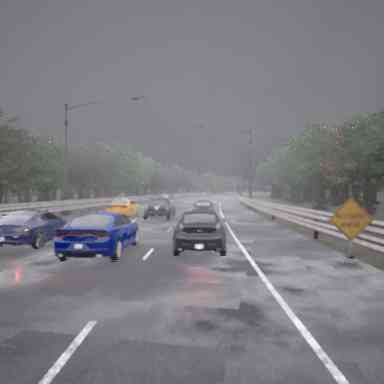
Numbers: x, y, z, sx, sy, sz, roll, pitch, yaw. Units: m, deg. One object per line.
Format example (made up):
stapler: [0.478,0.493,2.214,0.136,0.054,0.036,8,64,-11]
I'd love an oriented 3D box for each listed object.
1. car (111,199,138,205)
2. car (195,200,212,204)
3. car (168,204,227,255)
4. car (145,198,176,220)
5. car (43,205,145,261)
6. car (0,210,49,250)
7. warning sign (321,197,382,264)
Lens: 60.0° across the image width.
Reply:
car: [-5.970,1.395,29.516,1.882,1.535,5.008,0,0,3]
car: [0.995,1.450,28.738,1.812,1.442,4.674,0,0,3]
car: [0.320,1.472,13.084,1.837,1.490,4.892,0,1,2]
car: [-2.578,1.276,27.591,2.097,1.767,4.553,0,0,3]
car: [-3.217,1.443,12.143,1.882,1.535,5.008,0,0,2]
car: [-6.650,1.484,14.038,1.812,1.442,4.674,0,0,2]
warning sign: [4.688,1.092,9.851,1.300,1.860,1.060,0,0,1]
